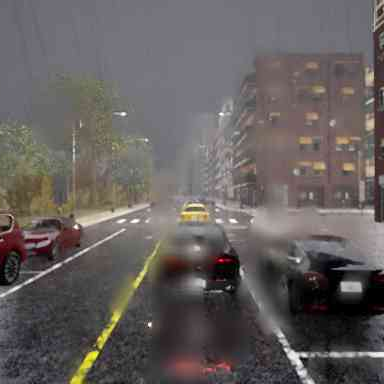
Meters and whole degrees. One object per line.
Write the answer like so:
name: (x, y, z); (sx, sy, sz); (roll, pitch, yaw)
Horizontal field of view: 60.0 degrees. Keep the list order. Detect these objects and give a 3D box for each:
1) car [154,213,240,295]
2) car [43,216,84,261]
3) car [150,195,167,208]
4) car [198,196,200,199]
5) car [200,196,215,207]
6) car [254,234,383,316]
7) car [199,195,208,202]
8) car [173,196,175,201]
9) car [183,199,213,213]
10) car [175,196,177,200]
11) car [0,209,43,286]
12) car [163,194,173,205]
car: (0.108, 1.514, 8.760); (1.837, 1.490, 4.892); (0, 0, 0)
car: (-5.297, 1.596, 12.363); (1.802, 1.307, 4.206); (1, 0, 0)
car: (-5.263, 1.612, 50.478); (1.887, 1.381, 4.507); (1, 0, 0)
car: (2.633, 1.682, 68.324); (1.802, 1.307, 4.206); (1, 0, 0)
car: (2.618, 1.620, 51.275); (2.008, 1.369, 4.403); (1, 0, 0)
car: (2.579, 1.574, 7.458); (1.947, 1.339, 4.313); (1, 0, 0)
car: (2.644, 1.563, 79.691); (1.967, 1.590, 4.097); (1, 0, 0)
car: (-5.245, 1.413, 67.507); (2.192, 1.841, 5.009); (1, 0, 0)
car: (0.288, 1.481, 22.189); (1.801, 1.575, 5.366); (0, 0, 4)
car: (-5.233, 1.685, 84.534); (2.008, 1.369, 4.403); (1, 0, 0)
car: (-5.299, 1.323, 6.709); (2.192, 1.841, 5.009); (1, 0, 0)
car: (-5.251, 1.403, 61.830); (2.192, 1.841, 5.009); (1, 0, 0)
